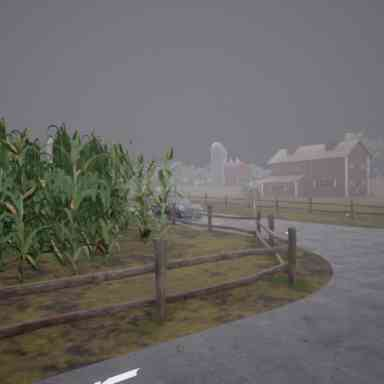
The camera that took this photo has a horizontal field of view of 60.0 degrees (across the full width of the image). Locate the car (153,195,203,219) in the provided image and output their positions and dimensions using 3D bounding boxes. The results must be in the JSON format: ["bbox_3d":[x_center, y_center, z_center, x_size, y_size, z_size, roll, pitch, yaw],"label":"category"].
[{"bbox_3d":[-1.120,1.107,25.320,2.097,1.767,4.553,-2,2,-35],"label":"car"}]
